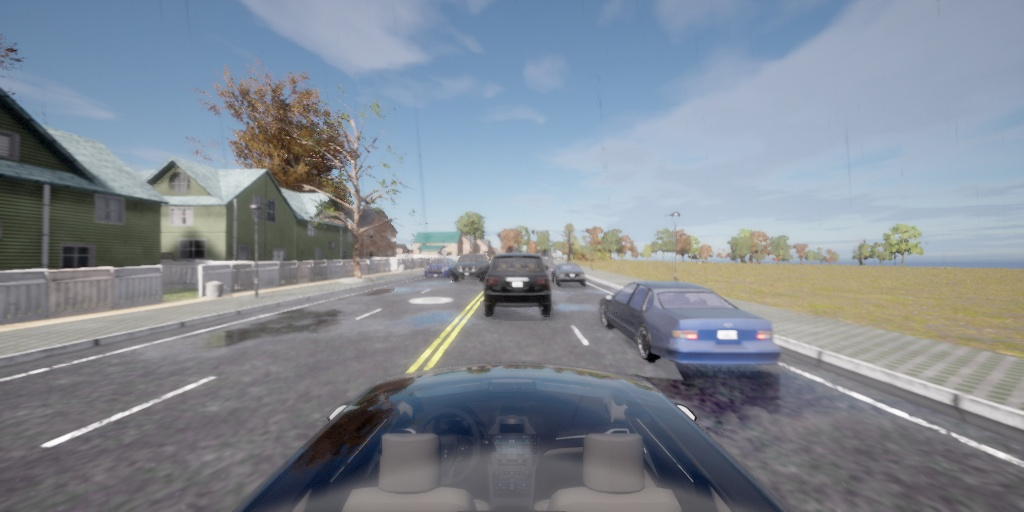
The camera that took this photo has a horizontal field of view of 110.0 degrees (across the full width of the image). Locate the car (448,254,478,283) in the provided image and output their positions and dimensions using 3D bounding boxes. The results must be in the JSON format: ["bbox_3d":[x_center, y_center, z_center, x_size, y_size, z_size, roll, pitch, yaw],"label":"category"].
[{"bbox_3d":[-2.933,0.848,26.745,2.150,2.045,5.566,0,0,2],"label":"car"}]

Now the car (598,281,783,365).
[{"bbox_3d":[3.379,1.264,8.079,2.033,1.411,5.357,0,0,1],"label":"car"}]

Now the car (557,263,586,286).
[{"bbox_3d":[3.677,1.186,23.886,2.033,1.411,5.357,0,0,2],"label":"car"}]

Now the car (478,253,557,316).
[{"bbox_3d":[0.208,0.913,13.207,2.150,2.045,5.566,0,0,1],"label":"car"}]

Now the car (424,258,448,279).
[{"bbox_3d":[-6.040,0.959,30.818,2.097,1.767,4.553,0,0,2],"label":"car"}]
